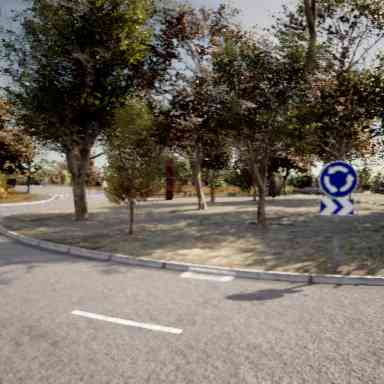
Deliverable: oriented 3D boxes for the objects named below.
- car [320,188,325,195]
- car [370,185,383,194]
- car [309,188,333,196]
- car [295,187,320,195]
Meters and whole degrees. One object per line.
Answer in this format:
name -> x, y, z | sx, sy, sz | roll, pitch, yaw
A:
car -> 27.679, -0.203, 78.881 | 5.566, 2.045, 2.435 | 1, 0, 13
car -> 27.700, -0.244, 47.332 | 1.837, 1.490, 4.892 | 1, 0, -13
car -> 34.327, -0.097, 88.774 | 5.566, 2.045, 2.435 | 1, 0, 14
car -> 26.084, 0.018, 76.384 | 4.892, 1.521, 2.231 | 1, 0, 13
